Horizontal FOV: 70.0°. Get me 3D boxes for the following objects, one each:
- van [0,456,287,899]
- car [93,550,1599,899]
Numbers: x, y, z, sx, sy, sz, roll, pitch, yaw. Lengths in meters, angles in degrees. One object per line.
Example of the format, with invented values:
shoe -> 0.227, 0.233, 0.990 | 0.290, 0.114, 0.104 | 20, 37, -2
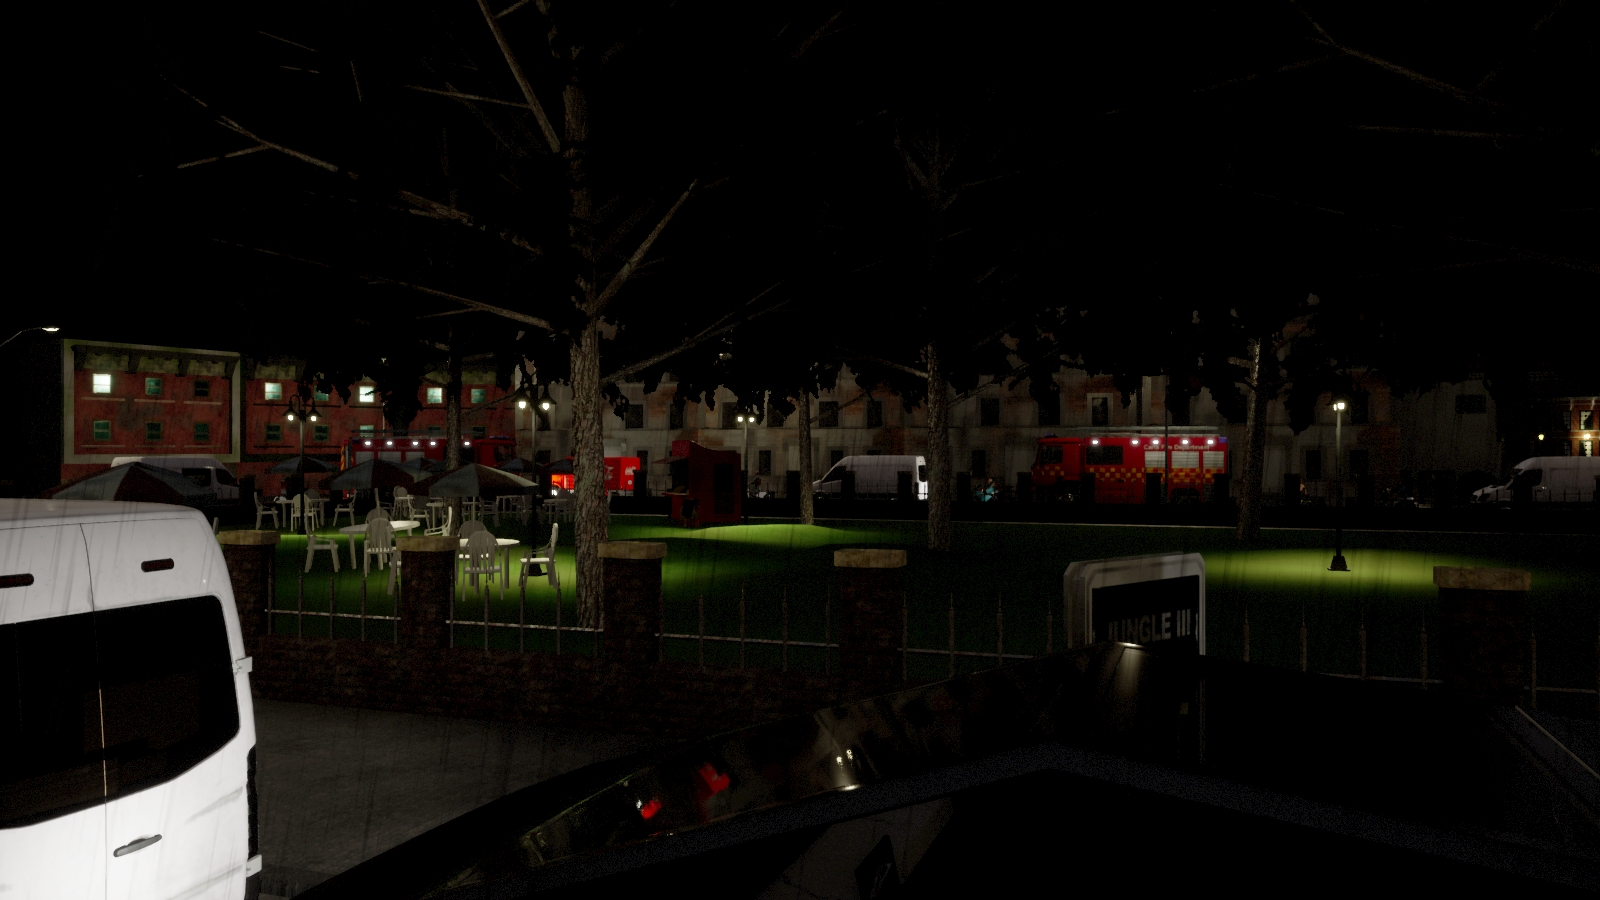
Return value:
van -> -5.749, 1.318, 5.932 | 5.915, 2.561, 1.988 | 0, 0, 20
car -> 1.308, 1.534, 3.365 | 6.274, 2.098, 2.390 | 0, 0, 20
